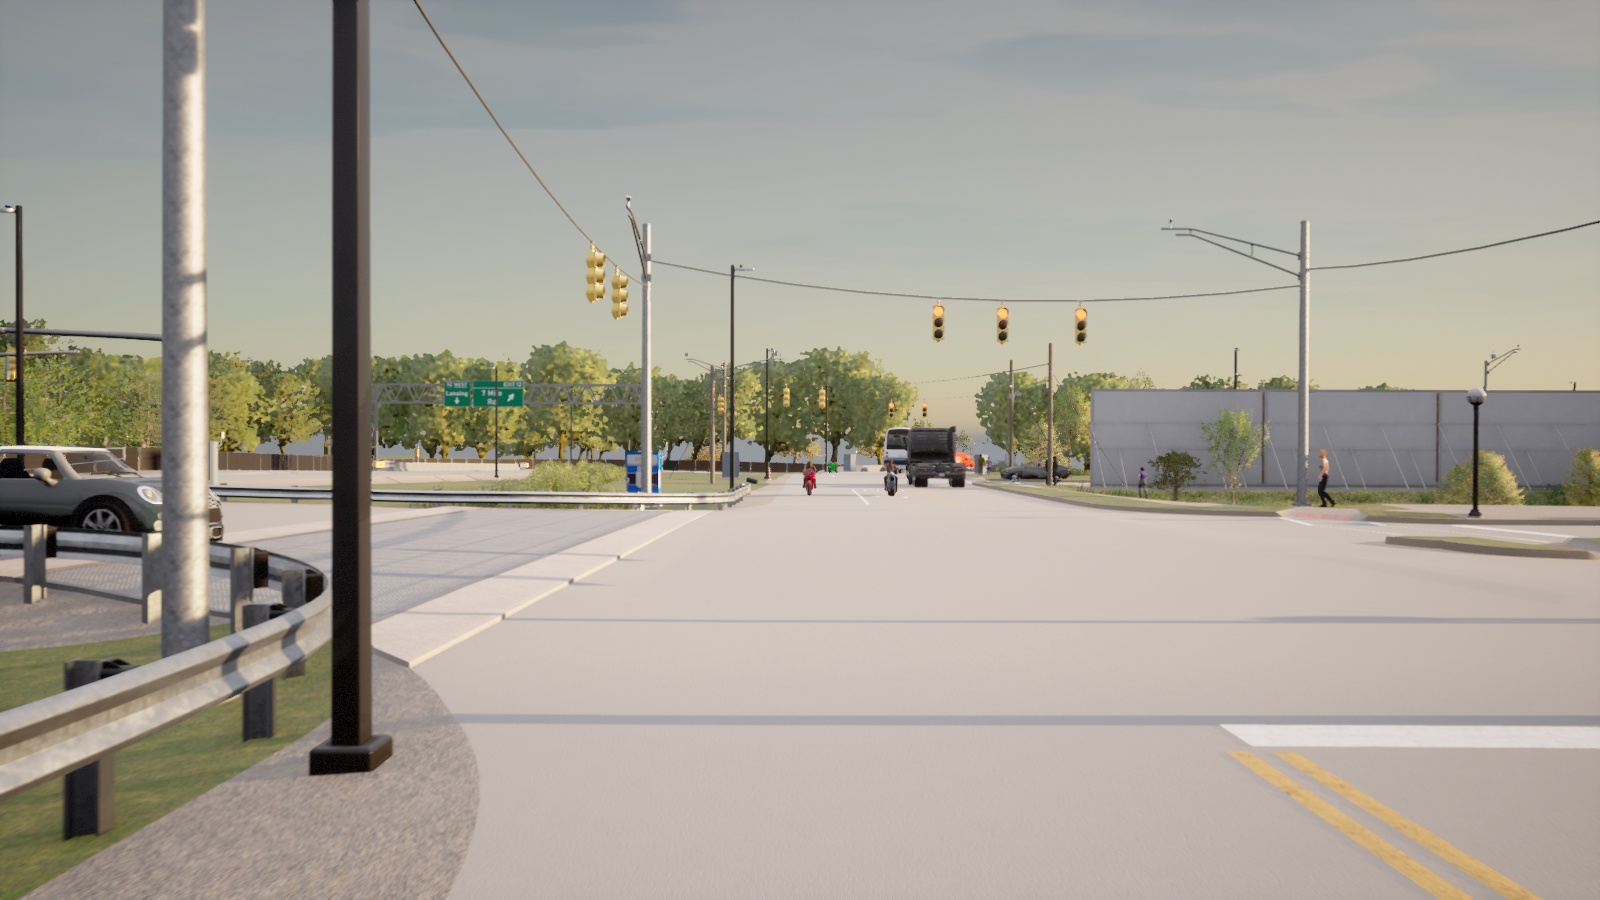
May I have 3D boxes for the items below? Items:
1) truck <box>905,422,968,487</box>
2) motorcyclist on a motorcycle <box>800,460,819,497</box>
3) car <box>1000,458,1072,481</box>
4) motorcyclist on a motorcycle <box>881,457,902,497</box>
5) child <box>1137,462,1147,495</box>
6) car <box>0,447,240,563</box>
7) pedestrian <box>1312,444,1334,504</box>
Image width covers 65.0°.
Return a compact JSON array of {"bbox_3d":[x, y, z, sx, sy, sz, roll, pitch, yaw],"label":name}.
[{"bbox_3d":[7.697,0.258,71.668,2.891,3.462,7.936,0,0,1],"label":"truck"},{"bbox_3d":[0.412,1.193,53.566,0.797,1.523,2.044,0,0,1],"label":"motorcyclist on a motorcycle"},{"bbox_3d":[16.502,1.357,87.980,4.902,1.511,2.128,1,1,10],"label":"car"},{"bbox_3d":[3.916,1.147,53.804,0.766,1.649,2.350,0,0,1],"label":"motorcyclist on a motorcycle"},{"bbox_3d":[13.290,1.103,48.752,0.270,1.263,0.437,0,1,1],"label":"child"},{"bbox_3d":[-10.013,0.721,17.200,3.806,1.475,1.970,0,-1,5],"label":"car"},{"bbox_3d":[16.130,0.723,38.735,0.594,1.836,0.345,0,1,27],"label":"pedestrian"}]
